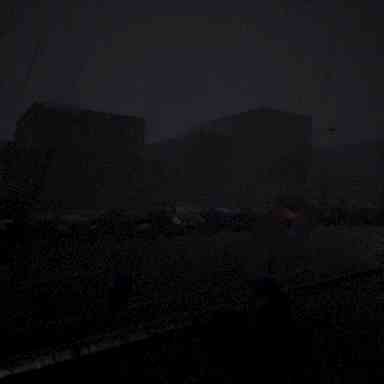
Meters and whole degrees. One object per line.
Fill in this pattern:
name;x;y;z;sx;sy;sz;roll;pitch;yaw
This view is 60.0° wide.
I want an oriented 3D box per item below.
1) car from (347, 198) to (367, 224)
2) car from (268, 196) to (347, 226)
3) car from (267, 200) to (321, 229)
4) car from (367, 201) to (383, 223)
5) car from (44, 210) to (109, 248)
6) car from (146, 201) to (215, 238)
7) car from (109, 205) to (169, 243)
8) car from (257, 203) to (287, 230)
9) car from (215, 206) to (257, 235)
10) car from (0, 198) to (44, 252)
car;10.079;1.400;26.013;2.435;2.045;5.566;1;-1;-36
car;7.834;1.366;24.411;2.435;2.045;5.566;1;-1;-36
car;5.684;1.583;22.682;1.946;1.575;5.366;1;0;-36
car;12.319;1.445;27.612;2.435;2.045;5.566;1;-1;-36
car;-5.641;1.537;14.821;2.002;1.452;4.674;0;0;-36
car;-1.172;1.403;18.053;2.185;1.767;4.553;0;0;-36
car;-3.416;1.542;16.449;2.163;1.488;4.792;0;0;-36
car;3.333;1.604;21.228;2.002;1.452;4.674;1;0;-36
car;1.093;1.544;19.626;2.097;1.535;5.008;0;0;-36
car;-7.902;1.232;13.245;2.435;2.045;5.566;0;0;-36
